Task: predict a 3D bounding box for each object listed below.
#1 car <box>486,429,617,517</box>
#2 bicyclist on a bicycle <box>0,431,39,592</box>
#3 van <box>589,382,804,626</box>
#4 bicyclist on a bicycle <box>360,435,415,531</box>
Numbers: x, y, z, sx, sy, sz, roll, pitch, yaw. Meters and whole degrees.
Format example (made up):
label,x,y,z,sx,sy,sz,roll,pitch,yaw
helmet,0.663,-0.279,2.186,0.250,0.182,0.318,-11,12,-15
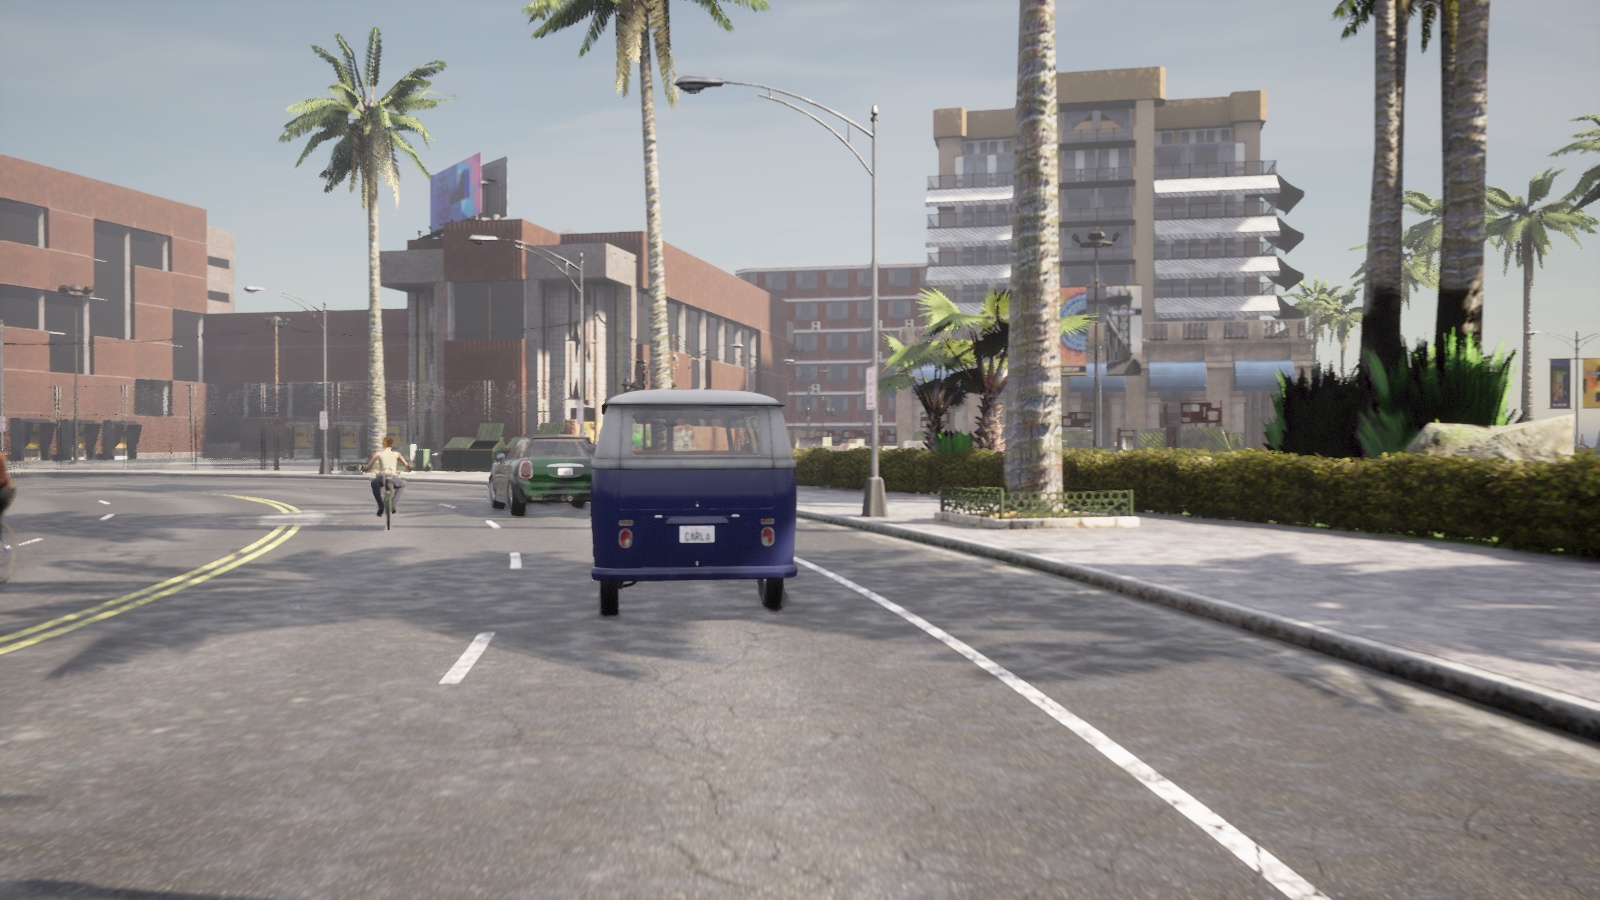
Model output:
label,x,y,z,sx,sy,sz,roll,pitch,yaw
car,-5.562,0.446,27.627,2.097,1.767,4.553,0,0,-21
bicyclist on a bicycle,-8.379,0.622,12.745,0.582,1.620,1.656,0,1,-12
van,-1.197,0.428,12.547,1.775,1.987,4.442,0,0,-9
bicyclist on a bicycle,-7.251,0.554,22.093,0.866,1.612,1.509,-1,0,-18
